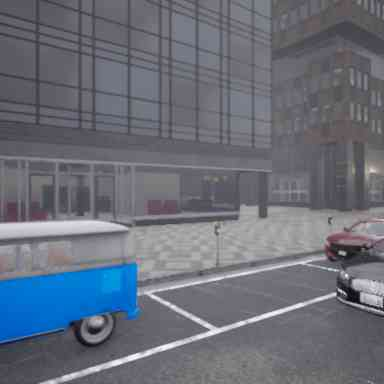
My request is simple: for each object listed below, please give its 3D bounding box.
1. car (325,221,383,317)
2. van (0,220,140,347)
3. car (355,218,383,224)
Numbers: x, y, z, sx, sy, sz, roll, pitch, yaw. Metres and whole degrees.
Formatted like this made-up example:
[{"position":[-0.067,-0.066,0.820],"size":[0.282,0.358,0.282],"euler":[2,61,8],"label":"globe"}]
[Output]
[{"position":[4.937,1.508,6.885],"size":[4.902,1.511,2.128],"euler":[0,0,-36],"label":"car"},{"position":[-2.730,1.341,4.706],"size":[3.998,1.788,1.690],"euler":[0,0,-35],"label":"van"},{"position":[6.274,1.564,11.113],"size":[4.507,1.381,1.887],"euler":[0,0,-35],"label":"car"}]
